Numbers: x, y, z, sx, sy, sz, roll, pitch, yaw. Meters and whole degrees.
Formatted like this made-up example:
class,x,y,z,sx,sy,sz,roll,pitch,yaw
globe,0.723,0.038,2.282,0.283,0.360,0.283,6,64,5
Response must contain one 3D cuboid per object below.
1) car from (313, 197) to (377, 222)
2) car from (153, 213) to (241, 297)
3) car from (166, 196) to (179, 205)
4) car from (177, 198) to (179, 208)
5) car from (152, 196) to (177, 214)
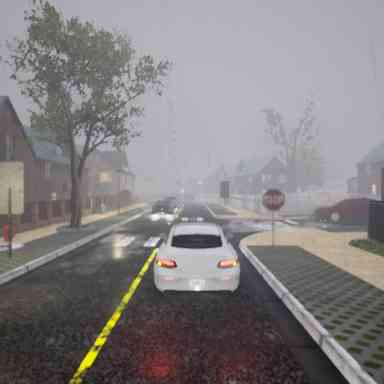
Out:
class,x,y,z,sx,sy,sz,roll,pitch,yaw
car,10.619,1.107,22.090,5.008,1.535,1.882,-1,0,-3
car,0.109,1.495,8.405,1.812,1.442,4.674,0,0,0
car,-3.183,1.362,53.760,1.994,1.385,4.181,0,0,-6
car,-2.842,1.350,43.350,1.812,1.442,4.674,0,0,1
car,-2.807,1.432,33.010,1.994,1.385,4.181,0,0,0
